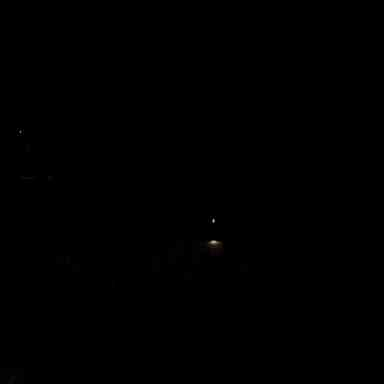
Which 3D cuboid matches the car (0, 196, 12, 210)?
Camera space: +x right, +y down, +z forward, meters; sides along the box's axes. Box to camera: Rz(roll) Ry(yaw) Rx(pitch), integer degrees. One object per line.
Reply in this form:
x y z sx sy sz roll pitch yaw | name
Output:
-22.385 1.231 35.954 1.752 1.417 4.829 2 2 35 | car

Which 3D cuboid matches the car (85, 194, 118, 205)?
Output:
-13.235 1.081 48.807 1.947 1.339 4.313 2 2 35 | car

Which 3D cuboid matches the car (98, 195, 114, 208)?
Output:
-9.002 1.243 40.054 1.802 1.307 4.206 2 2 35 | car

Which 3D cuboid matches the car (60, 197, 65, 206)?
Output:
-16.251 1.130 44.569 2.008 1.369 4.403 2 2 35 | car

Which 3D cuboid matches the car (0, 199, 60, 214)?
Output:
-15.240 1.340 31.292 2.008 1.369 4.403 2 2 35 | car
